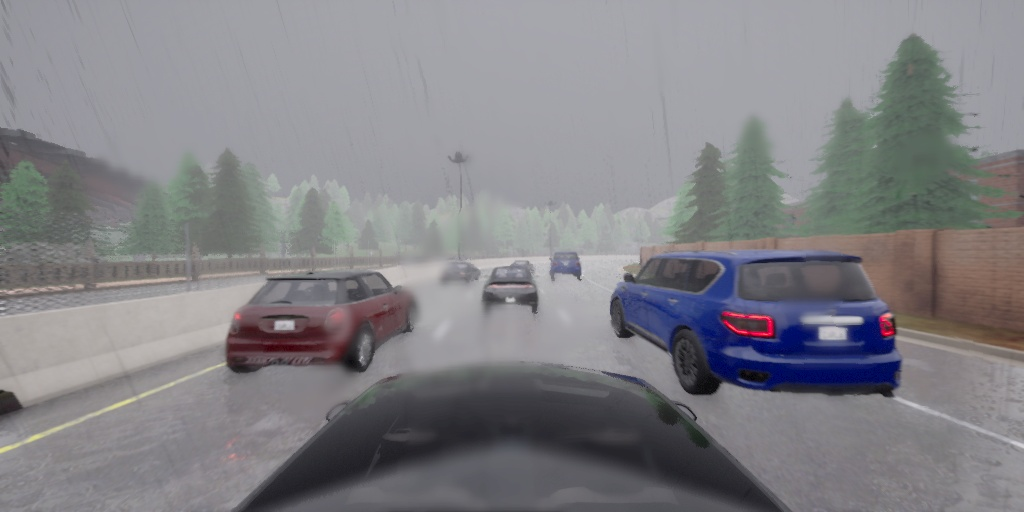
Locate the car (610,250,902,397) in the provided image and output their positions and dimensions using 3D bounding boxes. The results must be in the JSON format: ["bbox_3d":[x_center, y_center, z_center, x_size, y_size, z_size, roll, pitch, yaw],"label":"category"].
[{"bbox_3d":[3.510,0.907,6.608,2.150,2.045,5.566,0,1,0],"label":"car"}]

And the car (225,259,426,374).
[{"bbox_3d":[-3.492,1.060,7.622,2.097,1.767,4.553,0,0,0],"label":"car"}]

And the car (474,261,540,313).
[{"bbox_3d":[-0.023,1.126,13.310,2.128,1.511,4.902,0,1,0],"label":"car"}]

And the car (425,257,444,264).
[{"bbox_3d":[-9.337,0.820,48.866,2.128,1.511,4.902,0,0,18],"label":"car"}]

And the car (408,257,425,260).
[{"bbox_3d":[-13.189,0.843,48.174,2.128,1.511,4.902,0,1,17],"label":"car"}]

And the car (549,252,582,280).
[{"bbox_3d":[4.111,0.691,27.627,2.150,2.045,5.566,0,0,6],"label":"car"}]

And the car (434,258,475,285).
[{"bbox_3d":[-3.275,1.095,23.660,2.033,1.411,5.357,0,1,4],"label":"car"}]

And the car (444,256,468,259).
[{"bbox_3d":[-6.380,0.881,46.739,2.033,1.411,5.357,0,1,17],"label":"car"}]
